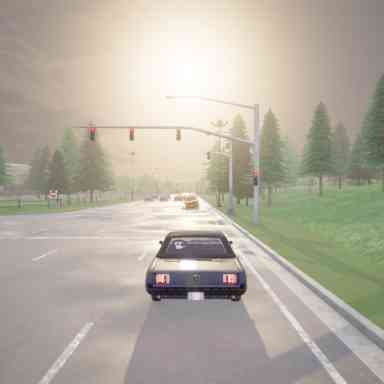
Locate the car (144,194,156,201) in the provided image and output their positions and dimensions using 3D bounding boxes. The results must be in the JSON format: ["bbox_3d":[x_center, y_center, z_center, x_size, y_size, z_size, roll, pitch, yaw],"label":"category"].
[{"bbox_3d":[-10.344,1.531,80.564,2.033,1.411,5.357,0,0,0],"label":"car"}]

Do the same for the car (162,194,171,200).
[{"bbox_3d":[-6.824,1.372,90.977,2.033,1.411,5.357,0,0,0],"label":"car"}]

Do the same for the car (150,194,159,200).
[{"bbox_3d":[-10.324,1.332,90.984,1.837,1.490,4.892,0,0,0],"label":"car"}]

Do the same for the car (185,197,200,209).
[{"bbox_3d":[0.091,1.591,49.921,2.033,1.411,5.357,0,2,0],"label":"car"}]

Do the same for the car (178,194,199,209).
[{"bbox_3d":[-0.289,1.059,46.533,1.882,1.535,5.008,-11,16,-6],"label":"car"}]

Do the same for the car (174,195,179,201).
[{"bbox_3d":[-3.343,1.545,80.967,1.994,1.385,4.181,0,0,0],"label":"car"}]

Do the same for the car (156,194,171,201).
[{"bbox_3d":[-6.844,1.531,80.557,2.033,1.411,5.357,0,0,0],"label":"car"}]

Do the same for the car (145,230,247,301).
[{"bbox_3d":[0.095,1.601,8.256,1.895,1.301,4.718,0,0,0],"label":"car"}]

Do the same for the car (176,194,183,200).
[{"bbox_3d":[-3.324,1.357,90.971,1.812,1.442,4.674,0,0,0],"label":"car"}]
